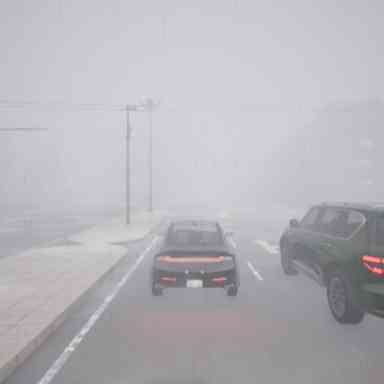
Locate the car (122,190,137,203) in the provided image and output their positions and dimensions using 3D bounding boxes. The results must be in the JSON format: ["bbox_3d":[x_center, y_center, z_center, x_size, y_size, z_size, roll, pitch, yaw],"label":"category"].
[{"bbox_3d":[-12.671,0.977,67.082,2.150,2.045,5.566,0,8,-1],"label":"car"}]

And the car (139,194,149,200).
[{"bbox_3d":[-12.598,1.367,87.069,1.882,1.535,5.008,0,0,0],"label":"car"}]

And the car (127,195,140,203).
[{"bbox_3d":[-12.637,1.474,72.226,2.128,1.511,4.902,0,0,0],"label":"car"}]

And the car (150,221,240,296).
[{"bbox_3d":[0.074,1.485,8.596,2.128,1.511,4.902,0,0,1],"label":"car"}]

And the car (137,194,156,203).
[{"bbox_3d":[-9.153,1.498,67.398,2.033,1.411,5.357,0,0,0],"label":"car"}]

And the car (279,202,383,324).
[{"bbox_3d":[3.560,1.217,7.244,2.150,2.045,5.566,0,0,1],"label":"car"}]

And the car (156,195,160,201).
[{"bbox_3d":[-9.107,1.481,83.726,2.033,1.411,5.357,0,0,0],"label":"car"}]
